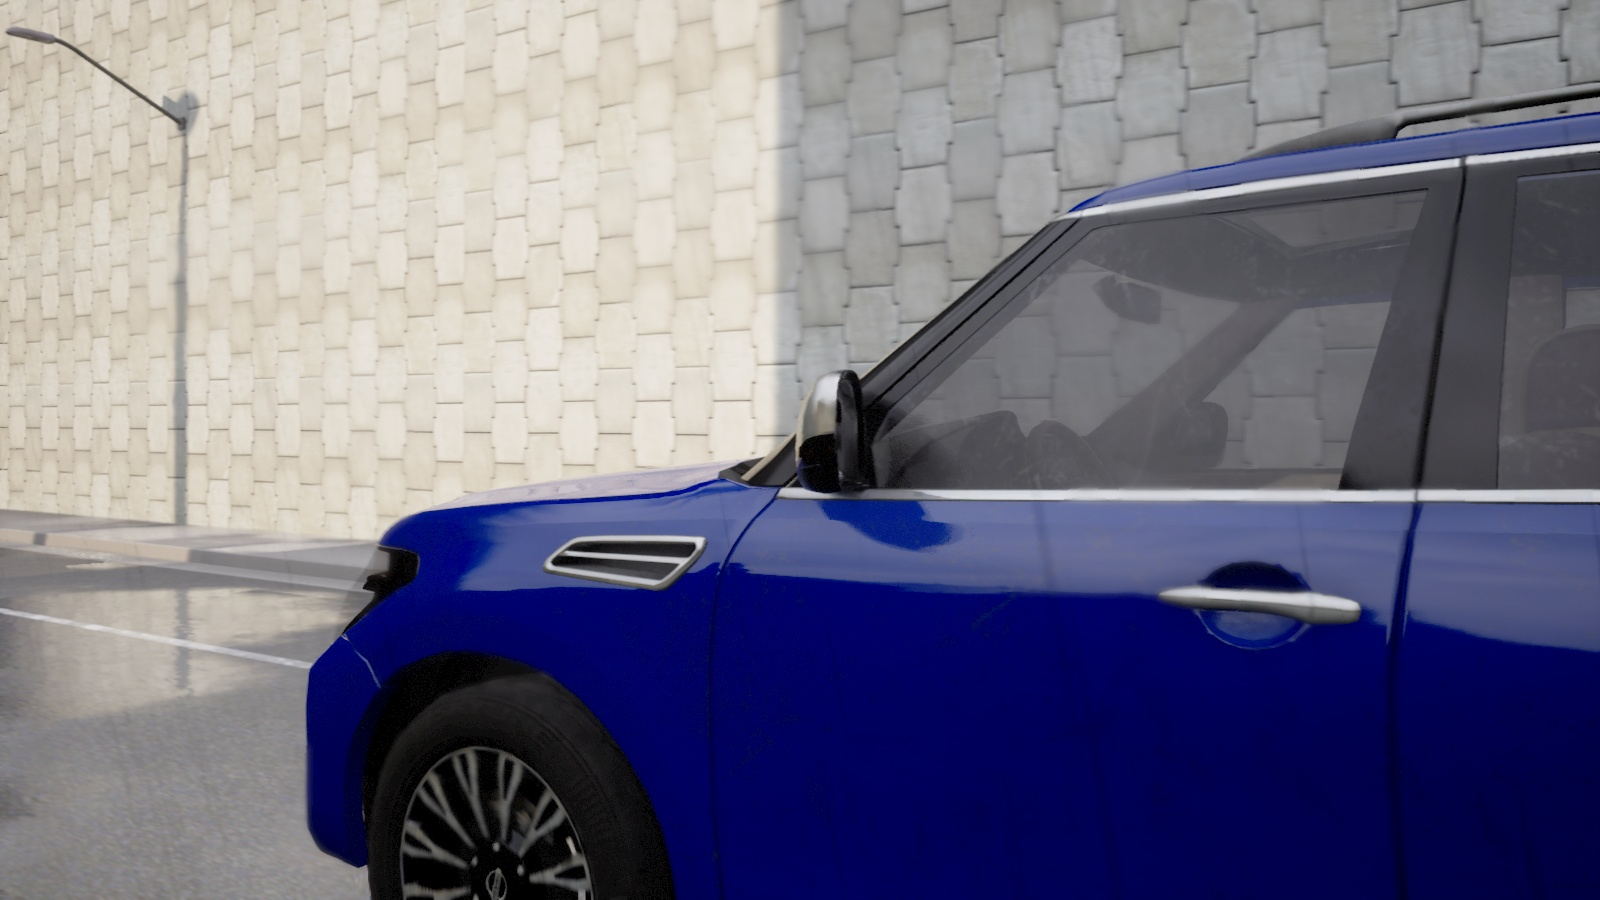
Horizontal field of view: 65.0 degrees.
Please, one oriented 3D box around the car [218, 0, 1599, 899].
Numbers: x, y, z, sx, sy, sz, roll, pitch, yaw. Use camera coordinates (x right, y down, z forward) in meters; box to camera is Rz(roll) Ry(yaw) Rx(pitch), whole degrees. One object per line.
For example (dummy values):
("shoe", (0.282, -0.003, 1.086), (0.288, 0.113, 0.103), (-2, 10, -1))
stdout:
("car", (1.382, 0.401, 2.689), (5.566, 2.045, 2.150), (0, 1, 34))
